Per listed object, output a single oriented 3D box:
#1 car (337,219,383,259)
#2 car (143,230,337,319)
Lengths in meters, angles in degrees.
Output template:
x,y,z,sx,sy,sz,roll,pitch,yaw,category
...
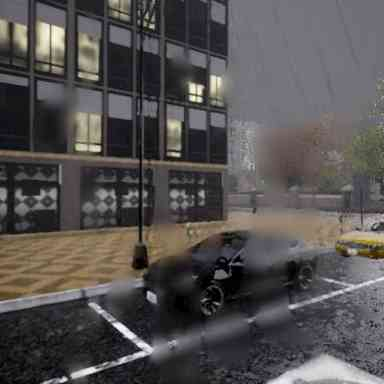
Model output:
x,y,z,sx,sy,sz,roll,pitch,yaw,category
6.900,1.520,11.632,4.829,1.417,1.752,0,0,-35,car
1.037,1.564,7.393,4.313,1.339,1.947,0,0,-35,car
